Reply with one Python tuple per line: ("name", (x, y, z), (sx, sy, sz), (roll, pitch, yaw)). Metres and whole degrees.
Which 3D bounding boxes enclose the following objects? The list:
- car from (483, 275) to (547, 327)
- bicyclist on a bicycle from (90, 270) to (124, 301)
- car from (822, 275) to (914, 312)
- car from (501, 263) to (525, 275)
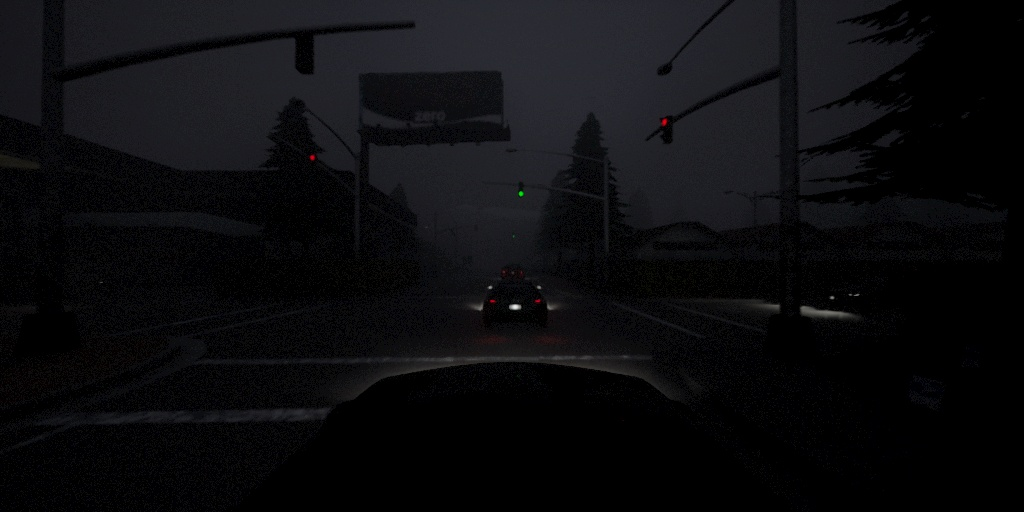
("car", (0.092, 1.494, 12.298), (1.994, 1.385, 4.181), (0, -2, 0))
("bicyclist on a bicycle", (-21.770, 1.581, 19.307), (0.582, 1.620, 1.656), (0, 0, 0))
("car", (16.532, 1.597, 15.803), (4.892, 1.490, 1.837), (0, -1, 0))
("car", (0.071, 1.449, 32.947), (2.097, 1.767, 4.553), (0, 0, 0))
